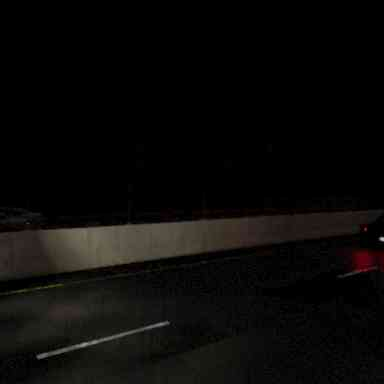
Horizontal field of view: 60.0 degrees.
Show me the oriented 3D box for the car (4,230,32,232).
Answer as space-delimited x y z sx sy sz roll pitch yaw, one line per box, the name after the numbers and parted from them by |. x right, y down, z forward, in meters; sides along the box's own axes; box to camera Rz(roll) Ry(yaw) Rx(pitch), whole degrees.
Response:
-9.506 1.526 14.404 4.674 1.442 1.812 0 0 -35 | car

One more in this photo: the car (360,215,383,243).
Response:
9.522 1.597 14.540 4.718 1.301 1.895 0 0 -32 | car
